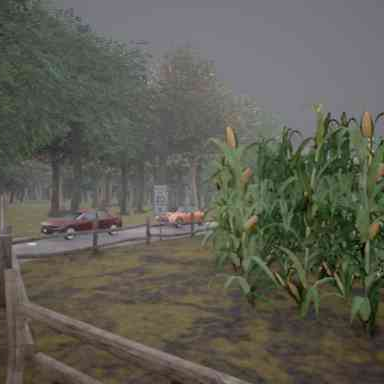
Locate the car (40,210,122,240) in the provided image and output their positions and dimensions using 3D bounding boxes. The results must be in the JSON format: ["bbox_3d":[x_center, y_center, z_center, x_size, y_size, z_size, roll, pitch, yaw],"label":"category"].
[{"bbox_3d":[-6.331,1.826,19.559,1.882,1.535,5.008,0,-1,34],"label":"car"}]

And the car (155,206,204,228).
[{"bbox_3d":[-0.950,1.921,27.179,2.097,1.767,4.553,0,-1,36],"label":"car"}]

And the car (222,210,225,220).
[{"bbox_3d":[4.474,2.268,34.755,1.882,1.535,5.008,0,-1,36],"label":"car"}]
